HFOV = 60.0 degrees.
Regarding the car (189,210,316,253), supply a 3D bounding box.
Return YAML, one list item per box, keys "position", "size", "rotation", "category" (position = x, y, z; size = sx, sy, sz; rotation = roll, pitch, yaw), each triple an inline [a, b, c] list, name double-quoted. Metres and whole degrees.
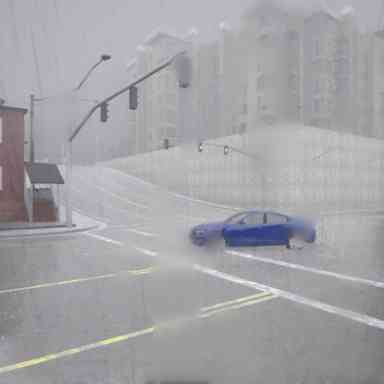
- position: [2.372, 1.478, 13.288]
  size: [5.008, 1.535, 1.882]
  rotation: [0, -1, -9]
  category: "car"
